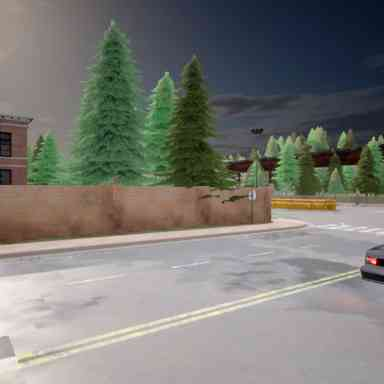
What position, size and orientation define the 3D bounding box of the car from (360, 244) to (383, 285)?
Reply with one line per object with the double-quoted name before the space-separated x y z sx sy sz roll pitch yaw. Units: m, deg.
"car" 6.300 1.547 8.225 5.357 1.411 2.033 0 0 -35
